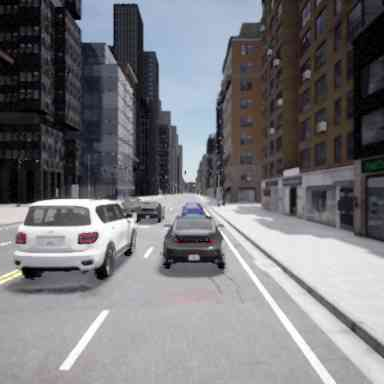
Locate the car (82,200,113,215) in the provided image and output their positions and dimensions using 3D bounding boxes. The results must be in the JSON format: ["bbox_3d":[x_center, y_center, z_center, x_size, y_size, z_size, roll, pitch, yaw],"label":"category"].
[{"bbox_3d":[-9.814,1.596,34.851,1.994,1.385,4.181,0,0,0],"label":"car"}]

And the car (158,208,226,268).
[{"bbox_3d":[0.073,1.510,11.311,1.837,1.490,4.892,0,0,0],"label":"car"}]

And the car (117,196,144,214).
[{"bbox_3d":[-6.558,1.384,36.057,2.097,1.767,4.553,0,0,0],"label":"car"}]

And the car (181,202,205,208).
[{"bbox_3d":[0.083,1.547,26.951,1.812,1.442,4.674,0,0,0],"label":"car"}]

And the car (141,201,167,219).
[{"bbox_3d":[-3.173,1.525,26.307,1.837,1.490,4.892,0,0,0],"label":"car"}]

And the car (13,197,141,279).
[{"bbox_3d":[-3.181,1.227,10.209,2.150,2.045,5.566,0,0,0],"label":"car"}]
